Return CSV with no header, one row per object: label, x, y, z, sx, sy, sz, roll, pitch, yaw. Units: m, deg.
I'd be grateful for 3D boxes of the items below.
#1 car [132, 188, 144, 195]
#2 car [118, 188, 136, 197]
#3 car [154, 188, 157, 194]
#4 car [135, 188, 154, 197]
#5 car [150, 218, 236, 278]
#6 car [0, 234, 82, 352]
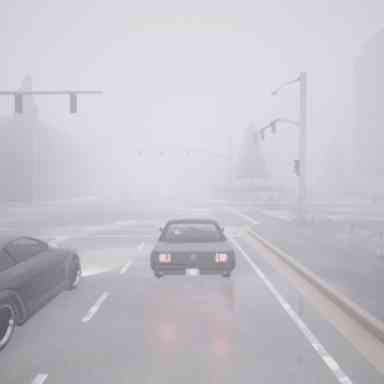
car,-12.502,-0.237,76.847,2.128,1.511,4.902,0,1,-2
car,-12.102,0.174,60.592,2.033,1.411,5.357,0,1,-1
car,-9.003,-0.225,76.948,2.033,1.411,5.357,0,1,-2
car,-8.617,0.148,60.780,1.812,1.442,4.674,0,1,-1
car,-0.003,1.386,9.350,1.895,1.301,4.718,0,1,-1
car,-3.470,1.428,5.874,1.994,1.385,4.181,0,1,0
